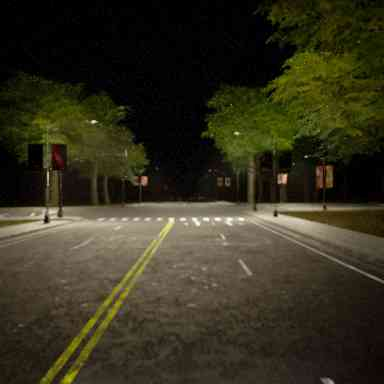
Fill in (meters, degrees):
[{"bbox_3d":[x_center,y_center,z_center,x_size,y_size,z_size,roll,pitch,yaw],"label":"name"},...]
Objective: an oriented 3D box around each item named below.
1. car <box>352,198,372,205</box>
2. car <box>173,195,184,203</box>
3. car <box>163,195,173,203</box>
[{"bbox_3d":[34.717,1.836,67.906,4.181,1.385,1.994,0,0,-23],"label":"car"},{"bbox_3d":[-3.277,2.080,88.764,2.033,1.411,5.357,0,0,0],"label":"car"},{"bbox_3d":[-6.527,2.093,88.765,1.994,1.385,4.181,0,0,0],"label":"car"}]
